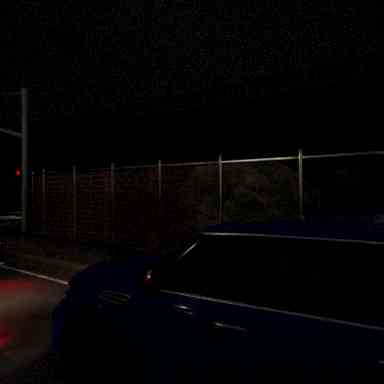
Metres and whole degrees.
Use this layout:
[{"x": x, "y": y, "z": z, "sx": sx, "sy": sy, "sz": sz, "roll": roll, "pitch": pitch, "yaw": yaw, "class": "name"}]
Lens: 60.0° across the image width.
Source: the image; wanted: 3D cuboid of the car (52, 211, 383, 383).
[{"x": 0.963, "y": 1.221, "z": 3.303, "sx": 5.566, "sy": 2.045, "sz": 2.150, "roll": 0, "pitch": 0, "yaw": 35, "class": "car"}]

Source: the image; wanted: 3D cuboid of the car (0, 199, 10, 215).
[{"x": -20.148, "y": 1.407, "z": 31.886, "sx": 2.097, "sy": 1.767, "sz": 4.553, "roll": 0, "pitch": 0, "yaw": 37, "class": "car"}]

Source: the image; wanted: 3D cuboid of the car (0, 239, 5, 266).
[{"x": -7.051, "y": 1.492, "z": 9.021, "sx": 4.902, "sy": 1.511, "sz": 2.128, "roll": 0, "pitch": 0, "yaw": 33, "class": "car"}]
